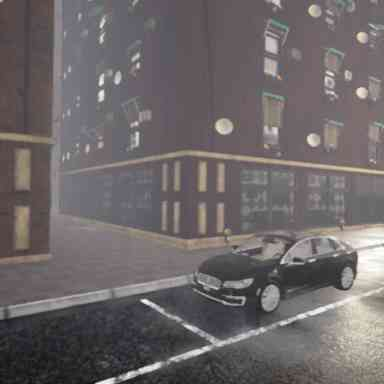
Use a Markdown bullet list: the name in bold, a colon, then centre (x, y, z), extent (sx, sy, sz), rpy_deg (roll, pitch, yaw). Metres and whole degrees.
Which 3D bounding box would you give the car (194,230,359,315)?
- **car**: centre (2.062, 1.577, 7.518), extent (4.403, 1.369, 2.008), rpy_deg (0, 0, -35)
